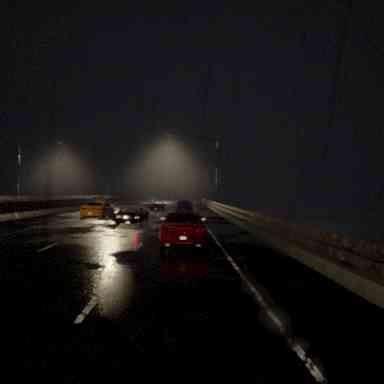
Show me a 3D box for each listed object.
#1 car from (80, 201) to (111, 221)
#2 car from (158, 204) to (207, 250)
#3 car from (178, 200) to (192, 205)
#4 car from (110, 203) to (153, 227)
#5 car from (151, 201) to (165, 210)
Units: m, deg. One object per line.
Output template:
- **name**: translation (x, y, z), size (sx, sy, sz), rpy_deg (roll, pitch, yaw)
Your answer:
- **car**: translation (-7.721, 1.476, 27.487), size (1.882, 1.535, 5.008), rpy_deg (1, 0, -1)
- **car**: translation (-0.395, 1.564, 14.837), size (1.882, 1.535, 5.008), rpy_deg (1, 0, -2)
- **car**: translation (-0.980, 1.749, 41.871), size (1.882, 1.535, 5.008), rpy_deg (1, 0, -1)
- **car**: translation (-4.133, 1.656, 23.408), size (1.895, 1.301, 4.718), rpy_deg (1, 0, -1)
- **car**: translation (-4.516, 1.802, 43.763), size (1.895, 1.301, 4.718), rpy_deg (1, 0, -1)
